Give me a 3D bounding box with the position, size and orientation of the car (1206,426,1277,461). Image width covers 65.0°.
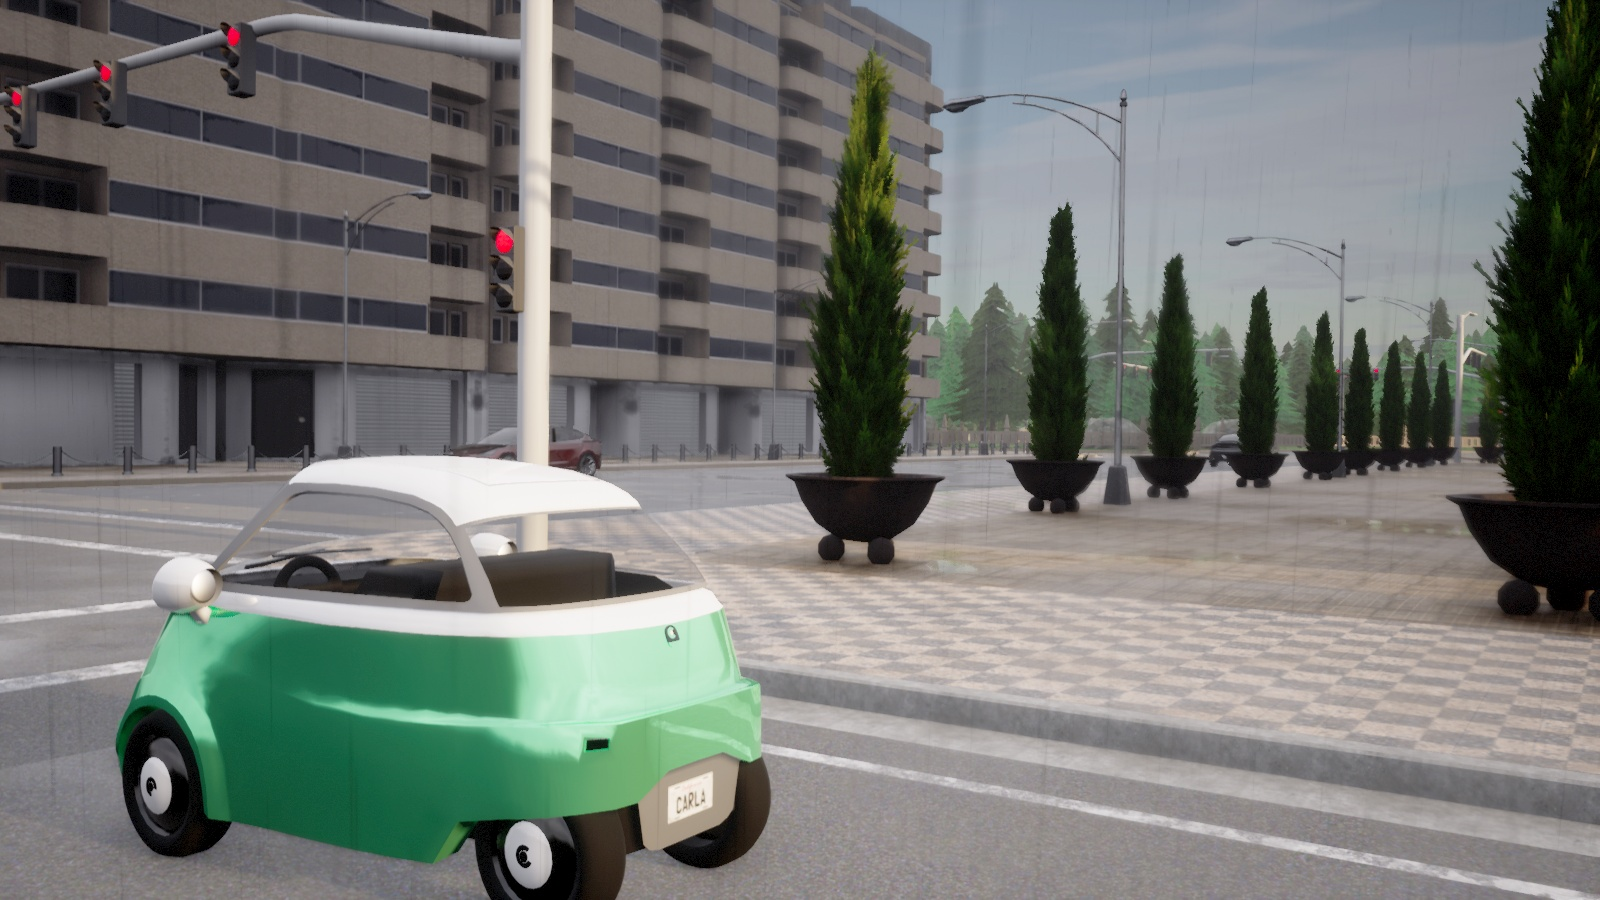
[{"bbox_3d":[19.926,-0.316,56.583,1.837,1.490,4.892,0,1,34],"label":"car"}]

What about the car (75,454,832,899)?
[{"bbox_3d":[-1.217,0.727,4.432,2.207,1.376,1.481,1,1,34],"label":"car"}]

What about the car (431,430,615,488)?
[{"bbox_3d":[-7.560,0.193,34.721,2.163,1.488,4.792,0,1,34],"label":"car"}]
